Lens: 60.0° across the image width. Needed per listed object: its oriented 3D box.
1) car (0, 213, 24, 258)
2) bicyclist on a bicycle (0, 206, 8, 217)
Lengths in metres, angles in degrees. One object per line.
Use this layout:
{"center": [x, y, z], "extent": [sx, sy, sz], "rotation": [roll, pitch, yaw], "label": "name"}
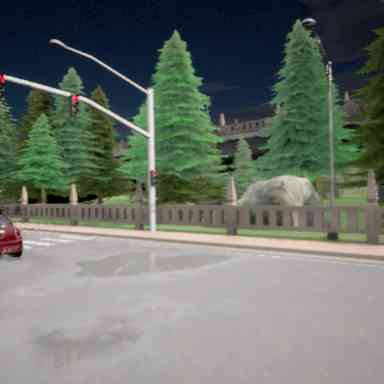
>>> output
{"center": [-8.108, 1.491, 12.069], "extent": [4.553, 1.767, 2.097], "rotation": [-1, 0, 37], "label": "car"}
{"center": [-15.042, 1.591, 25.677], "extent": [0.582, 1.620, 1.656], "rotation": [-1, 0, 34], "label": "bicyclist on a bicycle"}
